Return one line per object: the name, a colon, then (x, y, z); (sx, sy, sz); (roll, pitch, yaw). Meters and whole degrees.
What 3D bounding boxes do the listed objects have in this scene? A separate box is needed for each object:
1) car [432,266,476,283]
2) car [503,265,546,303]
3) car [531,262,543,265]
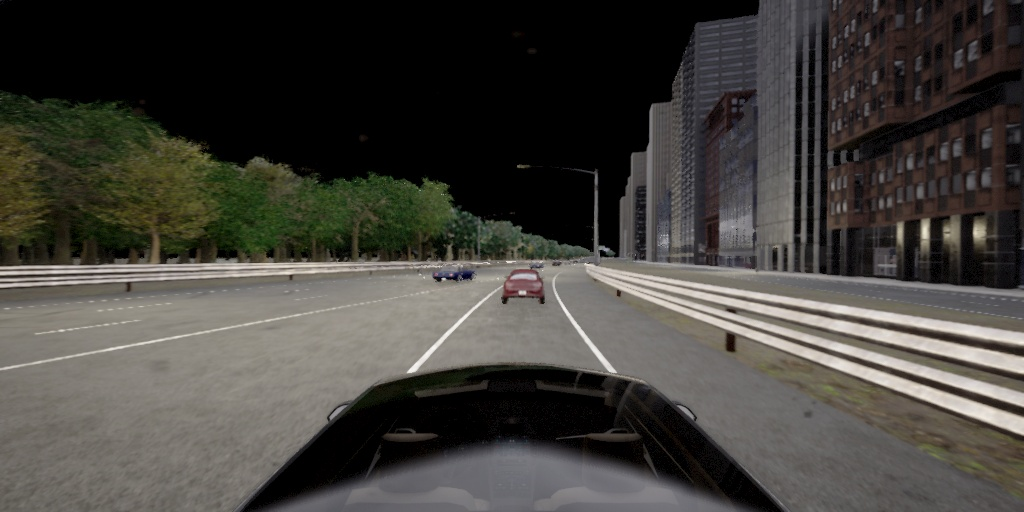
car: (-4.474, 1.431, 28.648); (1.895, 1.301, 4.718); (1, 0, 14)
car: (0.602, 1.343, 16.994); (1.812, 1.442, 4.674); (0, 0, 4)
car: (4.437, 1.745, 63.189); (1.895, 1.301, 4.718); (0, 0, 15)
